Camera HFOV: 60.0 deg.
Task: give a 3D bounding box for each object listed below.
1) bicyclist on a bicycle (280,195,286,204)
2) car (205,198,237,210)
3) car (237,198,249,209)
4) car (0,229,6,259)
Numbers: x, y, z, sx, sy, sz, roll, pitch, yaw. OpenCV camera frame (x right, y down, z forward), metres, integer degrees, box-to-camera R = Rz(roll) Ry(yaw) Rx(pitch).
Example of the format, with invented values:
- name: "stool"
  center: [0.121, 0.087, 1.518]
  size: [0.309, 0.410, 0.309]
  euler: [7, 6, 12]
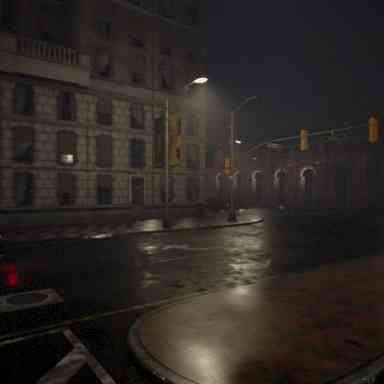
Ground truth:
- name: "bicyclist on a bicycle"
  center: [15.449, 1.300, 56.436]
  size: [1.656, 1.620, 0.582]
  euler: [0, 0, -36]
- name: "car"
  center: [2.966, 1.492, 43.026]
  size: [2.128, 1.511, 4.902]
  euler: [0, 0, -36]
- name: "car"
  center: [5.711, 1.526, 45.207]
  size: [1.812, 1.442, 4.674]
  euler: [0, 0, -36]
- name: "car"
  center: [-7.529, 1.491, 8.446]
  size: [4.902, 1.511, 2.128]
  euler: [0, 0, -35]
